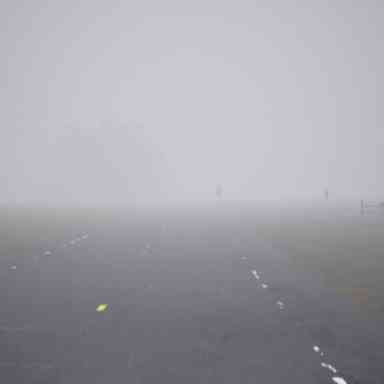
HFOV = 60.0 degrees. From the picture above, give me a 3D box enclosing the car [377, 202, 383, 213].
[{"bbox_3d":[18.251,1.260,27.926,4.902,1.511,2.128,0,-1,0],"label":"car"}]
